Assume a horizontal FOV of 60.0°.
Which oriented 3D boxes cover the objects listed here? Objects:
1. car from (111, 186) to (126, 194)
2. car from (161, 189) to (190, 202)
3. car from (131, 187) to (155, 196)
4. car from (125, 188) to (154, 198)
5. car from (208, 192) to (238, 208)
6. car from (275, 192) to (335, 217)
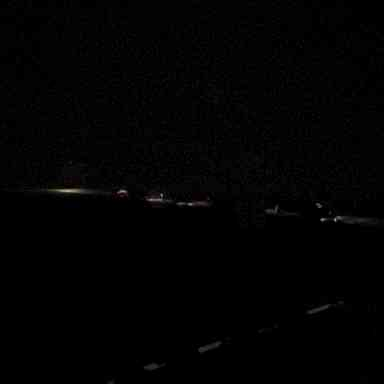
[{"bbox_3d":[-14.158,-0.474,64.316,2.128,1.511,4.902,-3,3,-35],"label":"car"},{"bbox_3d":[-2.150,0.434,42.182,1.837,1.490,4.892,-3,4,-35],"label":"car"},{"bbox_3d":[-8.286,-0.067,55.991,1.895,1.301,4.718,-3,4,-35],"label":"car"},{"bbox_3d":[-7.908,0.211,50.420,1.895,1.301,4.718,-3,4,-35],"label":"car"},{"bbox_3d":[3.612,0.751,33.988,2.128,1.511,4.902,-3,4,-35],"label":"car"},{"bbox_3d":[8.919,0.918,26.463,2.097,1.767,4.553,-3,4,-35],"label":"car"}]
